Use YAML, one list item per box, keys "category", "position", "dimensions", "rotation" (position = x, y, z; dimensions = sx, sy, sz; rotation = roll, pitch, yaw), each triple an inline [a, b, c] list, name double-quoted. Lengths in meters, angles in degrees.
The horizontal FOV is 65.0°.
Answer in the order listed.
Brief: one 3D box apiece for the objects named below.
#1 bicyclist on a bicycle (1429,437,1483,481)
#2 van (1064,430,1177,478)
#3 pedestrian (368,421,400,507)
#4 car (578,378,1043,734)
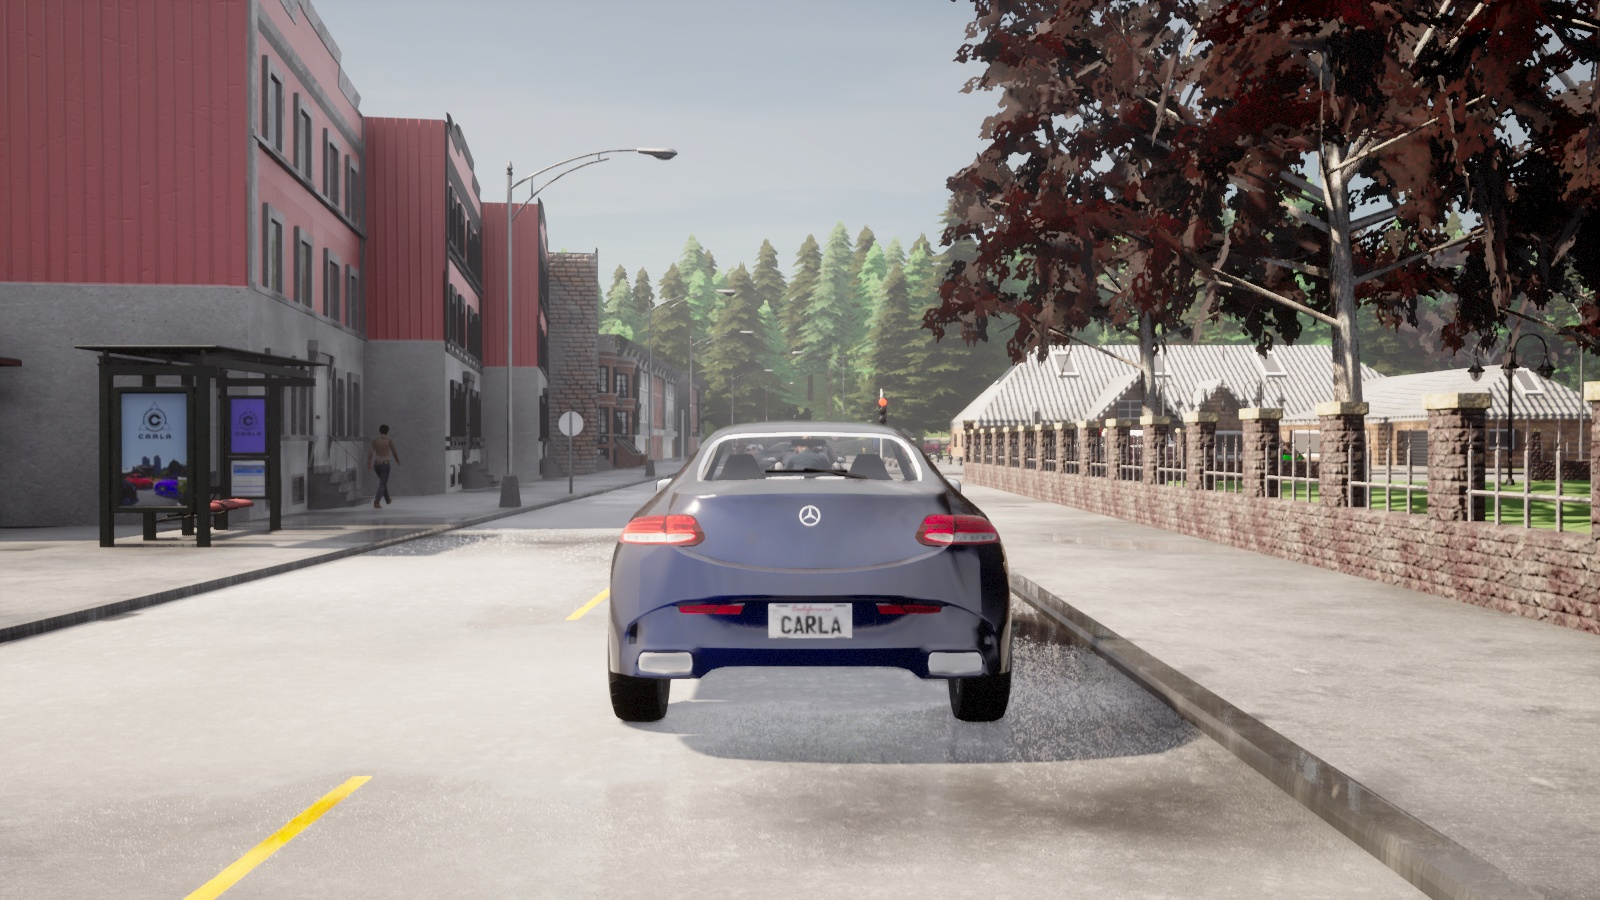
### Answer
- category: "bicyclist on a bicycle"
  position: [26.748, 0.344, 51.210]
  dimensions: [1.843, 1.776, 0.659]
  rotation: [0, 0, -1]
- category: "van"
  position: [14.069, 0.163, 55.328]
  dimensions: [4.480, 2.038, 2.069]
  rotation: [0, 0, 0]
- category: "pedestrian"
  position: [-8.845, 0.295, 26.690]
  dimensions: [0.328, 1.805, 0.869]
  rotation: [0, 0, 5]
- category: "car"
  position: [0.057, 0.477, 8.336]
  dimensions: [2.152, 1.651, 5.027]
  rotation: [0, 0, 0]
